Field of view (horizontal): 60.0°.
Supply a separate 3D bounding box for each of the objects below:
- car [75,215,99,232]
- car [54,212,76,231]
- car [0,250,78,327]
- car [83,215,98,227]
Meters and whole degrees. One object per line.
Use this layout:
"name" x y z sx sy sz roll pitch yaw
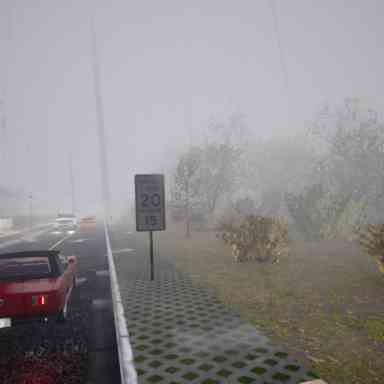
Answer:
"car" -11.579 3.511 37.126 1.882 1.535 5.008 -1 -3 -15
"car" -15.474 3.555 40.817 2.150 2.045 5.566 -1 -3 -15
"car" -3.718 1.989 7.618 1.895 1.301 4.718 -1 -3 -15
"car" -14.316 4.095 47.172 1.837 1.490 4.892 -1 -3 -15
